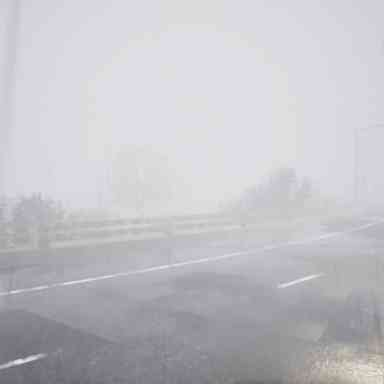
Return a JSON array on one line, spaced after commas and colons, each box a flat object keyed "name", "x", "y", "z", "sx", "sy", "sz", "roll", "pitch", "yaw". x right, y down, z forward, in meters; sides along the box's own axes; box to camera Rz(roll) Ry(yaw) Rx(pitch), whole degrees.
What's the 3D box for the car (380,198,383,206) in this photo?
[{"name": "car", "x": 33.046, "y": 1.622, "z": 55.840, "sx": 2.128, "sy": 1.511, "sz": 4.902, "roll": 0, "pitch": 0, "yaw": 19}]
